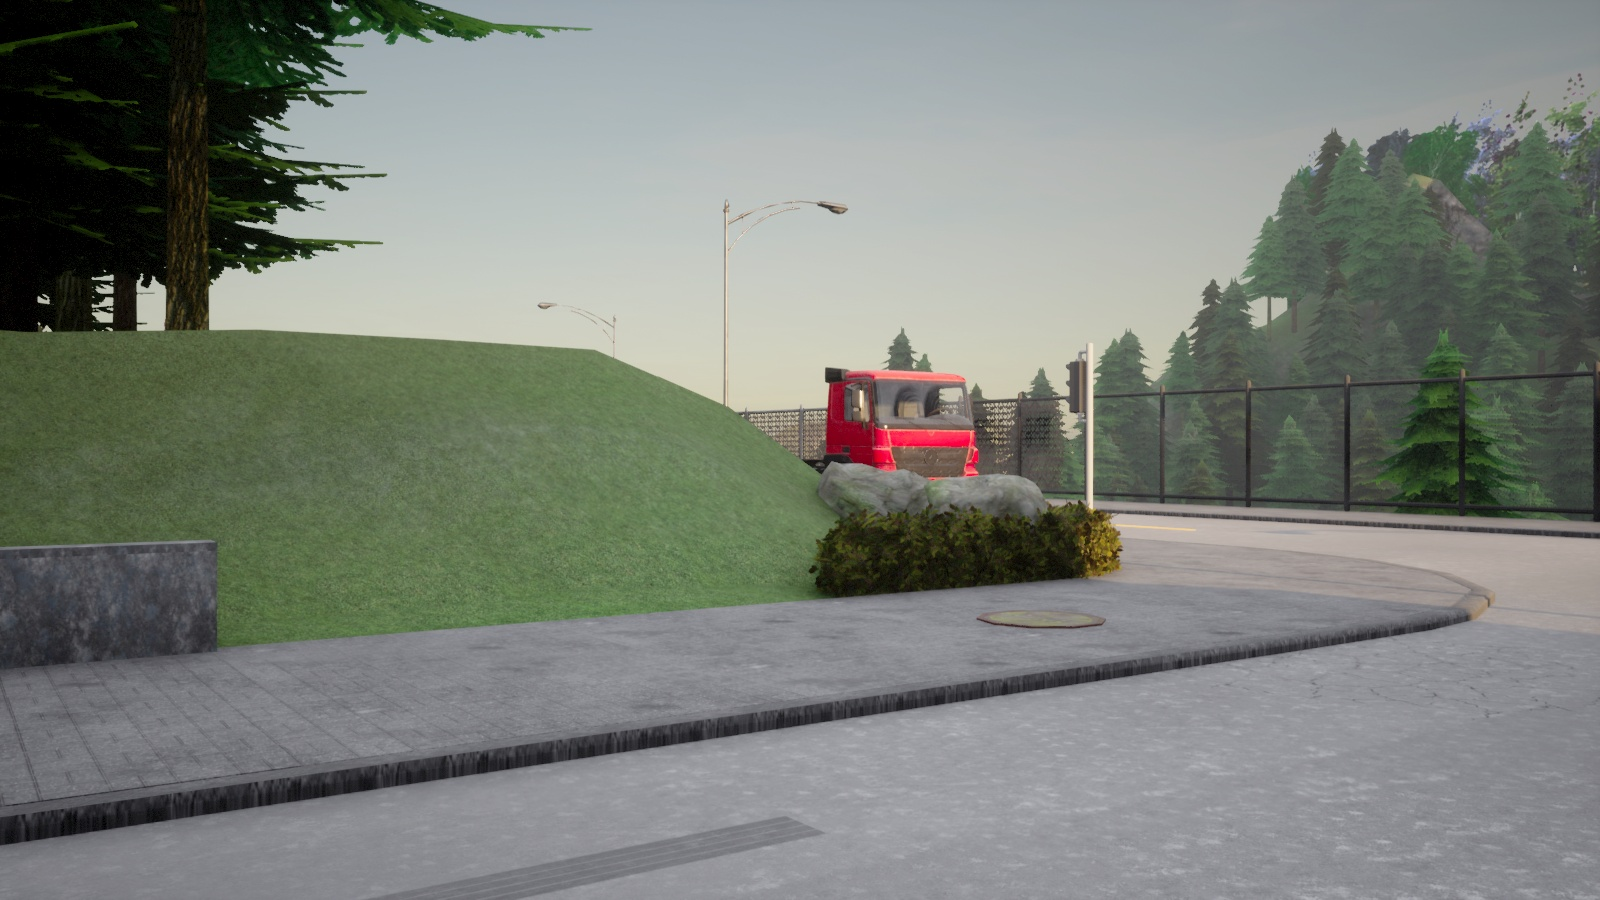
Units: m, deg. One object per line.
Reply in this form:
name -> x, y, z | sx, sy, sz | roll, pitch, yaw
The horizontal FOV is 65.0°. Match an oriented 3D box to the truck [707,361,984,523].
truck -> 0.836, -0.165, 30.914 | 2.891, 3.462, 7.936 | 0, 0, -32
